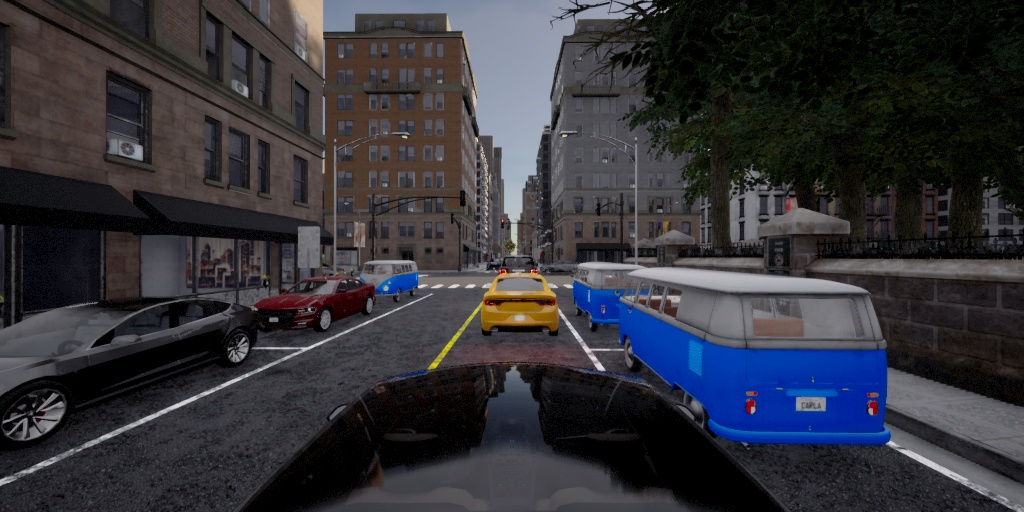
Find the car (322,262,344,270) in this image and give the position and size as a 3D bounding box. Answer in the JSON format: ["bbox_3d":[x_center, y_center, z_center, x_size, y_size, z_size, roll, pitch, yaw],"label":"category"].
[{"bbox_3d":[-16.200,1.279,28.671,5.357,1.411,2.033,0,0,1],"label":"car"}]

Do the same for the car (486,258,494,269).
[{"bbox_3d":[-2.301,1.085,49.676,2.097,1.767,4.553,0,0,2],"label":"car"}]

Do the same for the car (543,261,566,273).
[{"bbox_3d":[5.336,1.239,38.486,4.902,1.511,2.128,0,0,0],"label":"car"}]

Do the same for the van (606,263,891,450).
[{"bbox_3d":[2.716,1.090,5.066,1.690,1.789,3.998,0,0,1],"label":"van"}]

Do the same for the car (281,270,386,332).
[{"bbox_3d":[-5.694,1.293,10.884,1.888,1.381,4.507,0,0,1],"label":"car"}]

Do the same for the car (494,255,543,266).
[{"bbox_3d":[0.332,0.965,20.426,2.150,2.045,5.566,0,0,0],"label":"car"}]

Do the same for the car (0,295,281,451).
[{"bbox_3d":[-5.807,1.315,5.225,1.948,1.339,4.313,0,0,1],"label":"car"}]

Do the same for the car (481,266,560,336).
[{"bbox_3d":[0.226,1.226,10.470,1.882,1.535,5.008,0,0,1],"label":"car"}]

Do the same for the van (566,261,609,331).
[{"bbox_3d":[2.830,1.089,10.723,1.690,1.789,3.998,0,0,1],"label":"van"}]

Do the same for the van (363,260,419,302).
[{"bbox_3d":[-5.580,1.087,16.543,1.690,1.789,3.998,0,0,1],"label":"van"}]
